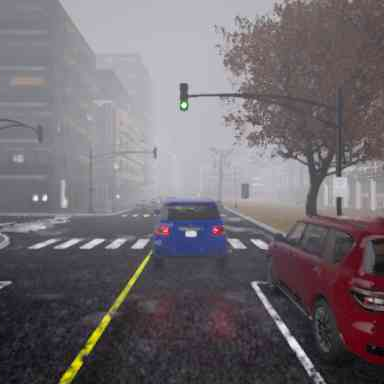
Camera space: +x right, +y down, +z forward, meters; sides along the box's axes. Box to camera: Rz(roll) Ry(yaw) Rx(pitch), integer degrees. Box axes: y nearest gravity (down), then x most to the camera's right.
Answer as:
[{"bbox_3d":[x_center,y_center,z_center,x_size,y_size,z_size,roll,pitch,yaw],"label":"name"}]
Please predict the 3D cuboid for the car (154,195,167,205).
[{"bbox_3d":[-5.678,1.417,60.319,1.967,1.590,4.097,0,0,0],"label":"car"}]

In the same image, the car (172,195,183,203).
[{"bbox_3d":[-2.987,1.437,71.087,2.128,1.511,4.902,0,0,0],"label":"car"}]

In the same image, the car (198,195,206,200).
[{"bbox_3d":[2.707,1.547,93.514,2.008,1.369,4.403,0,0,0],"label":"car"}]

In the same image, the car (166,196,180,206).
[{"bbox_3d":[-3.061,1.453,54.650,1.882,1.535,5.008,0,0,0],"label":"car"}]

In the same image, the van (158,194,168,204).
[{"bbox_3d":[-5.677,1.320,65.852,1.690,1.788,3.998,0,0,0],"label":"van"}]

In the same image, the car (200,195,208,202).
[{"bbox_3d":[2.704,1.509,77.086,1.752,1.417,4.829,0,0,0],"label":"car"}]

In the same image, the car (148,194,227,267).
[{"bbox_3d":[-0.157,1.211,11.559,2.150,2.045,5.566,0,0,-3],"label":"car"}]

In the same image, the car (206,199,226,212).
[{"bbox_3d":[2.699,1.520,38.187,1.887,1.381,4.507,0,0,0],"label":"car"}]

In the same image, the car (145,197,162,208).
[{"bbox_3d":[-5.680,1.525,49.254,2.008,1.369,4.403,0,0,0],"label":"car"}]

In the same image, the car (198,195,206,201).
[{"bbox_3d":[2.706,1.536,87.981,1.887,1.381,4.507,0,0,0],"label":"car"}]

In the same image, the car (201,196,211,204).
[{"bbox_3d":[2.703,1.562,65.850,1.802,1.307,4.206,0,0,0],"label":"car"}]

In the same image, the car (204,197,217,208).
[{"bbox_3d":[2.700,1.500,49.422,1.752,1.417,4.829,0,0,0],"label":"car"}]

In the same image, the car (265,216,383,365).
[{"bbox_3d":[2.694,1.309,5.799,2.192,1.841,5.009,0,0,0],"label":"car"}]

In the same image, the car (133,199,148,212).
[{"bbox_3d":[-5.682,1.526,38.188,2.008,1.369,4.403,0,0,0],"label":"car"}]

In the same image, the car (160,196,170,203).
[{"bbox_3d":[-5.676,1.563,71.384,1.802,1.307,4.206,0,0,0],"label":"car"}]

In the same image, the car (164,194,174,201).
[{"bbox_3d":[-5.675,1.427,82.450,1.967,1.590,4.097,0,0,0],"label":"car"}]
